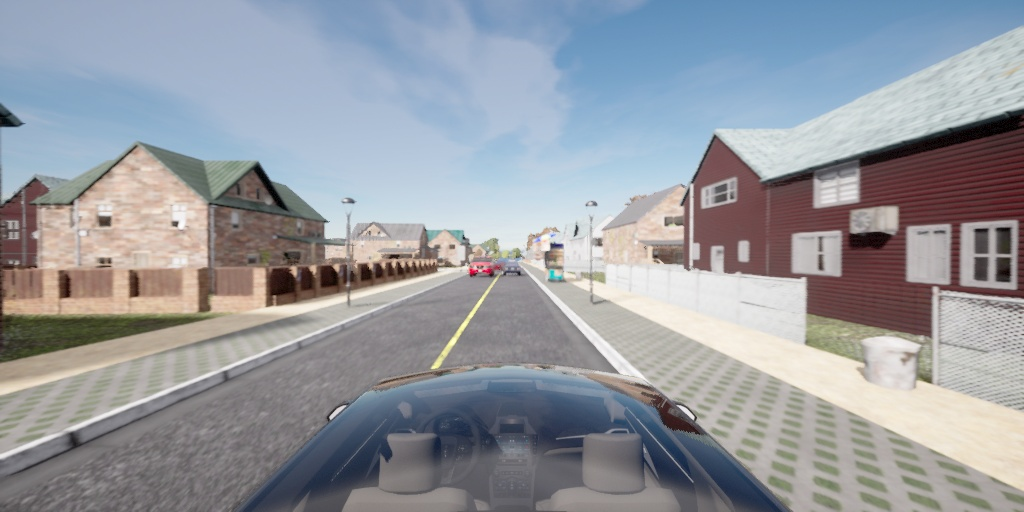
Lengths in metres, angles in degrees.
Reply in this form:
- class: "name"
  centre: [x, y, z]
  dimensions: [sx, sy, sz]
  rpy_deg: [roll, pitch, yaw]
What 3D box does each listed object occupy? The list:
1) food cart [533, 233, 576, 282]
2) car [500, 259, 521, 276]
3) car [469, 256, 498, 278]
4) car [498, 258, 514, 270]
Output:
- class: "food cart"
  centre: [3.014, 0.216, 26.700]
  dimensions: [2.280, 3.560, 4.660]
  rpy_deg: [0, 0, 0]
- class: "car"
  centre: [-0.025, 1.320, 37.920]
  dimensions: [2.033, 1.411, 5.357]
  rpy_deg: [0, 0, -2]
- class: "car"
  centre: [-2.798, 0.988, 34.513]
  dimensions: [2.150, 2.045, 5.566]
  rpy_deg: [0, 0, 0]
- class: "car"
  centre: [-1.721, 1.366, 48.770]
  dimensions: [4.181, 1.385, 1.994]
  rpy_deg: [0, 0, 45]
